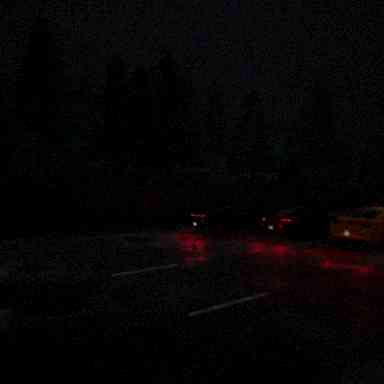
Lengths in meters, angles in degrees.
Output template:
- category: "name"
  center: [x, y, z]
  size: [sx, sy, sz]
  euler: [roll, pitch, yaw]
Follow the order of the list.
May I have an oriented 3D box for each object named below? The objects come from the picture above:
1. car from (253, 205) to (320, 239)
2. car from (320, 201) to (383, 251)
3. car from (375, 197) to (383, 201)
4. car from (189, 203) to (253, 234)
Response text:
- category: "car"
  center: [5.395, 1.373, 16.187]
  size: [4.674, 1.442, 1.812]
  euler: [-1, 0, -35]
- category: "car"
  center: [7.613, 1.323, 13.471]
  size: [5.008, 1.535, 1.882]
  euler: [-1, 0, -35]
- category: "car"
  center: [17.636, 1.158, 29.277]
  size: [4.892, 1.490, 1.837]
  euler: [-1, 1, -35]
- category: "car"
  center: [2.120, 1.356, 18.152]
  size: [4.902, 1.511, 2.128]
  euler: [-1, 1, -35]
